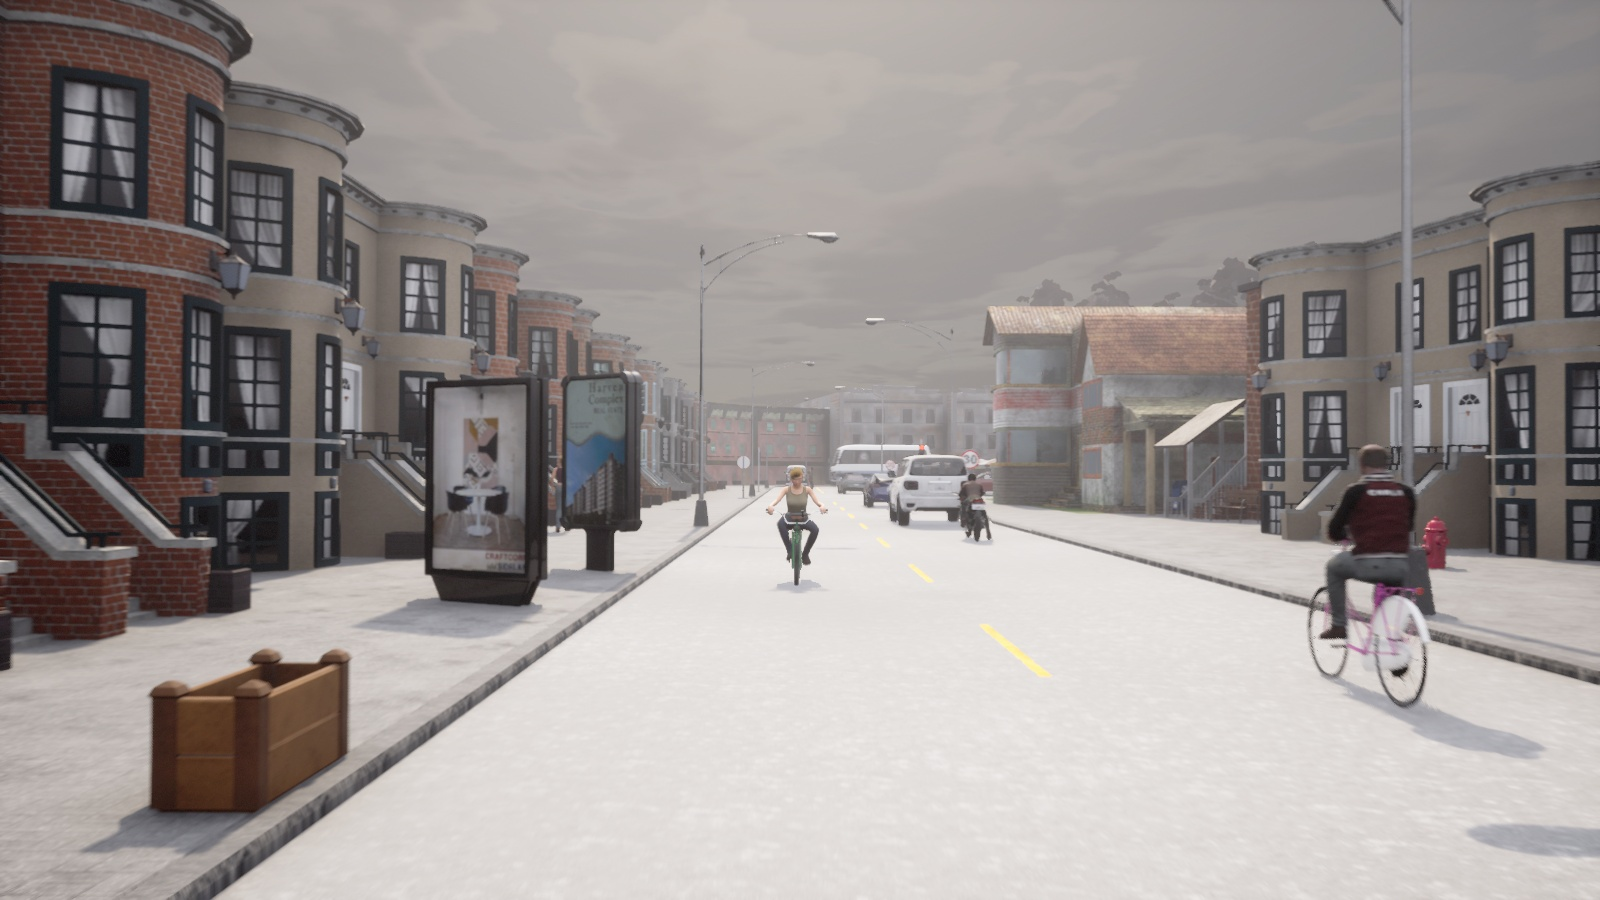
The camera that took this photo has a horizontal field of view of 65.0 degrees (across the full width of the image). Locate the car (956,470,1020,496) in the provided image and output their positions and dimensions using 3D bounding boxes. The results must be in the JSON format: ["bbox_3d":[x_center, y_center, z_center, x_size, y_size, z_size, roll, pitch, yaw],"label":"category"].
[{"bbox_3d":[11.811,2.069,79.051,3.705,1.549,1.789,0,-1,0],"label":"car"}]

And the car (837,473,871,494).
[{"bbox_3d":[3.750,2.325,87.305,1.994,1.385,4.181,0,-1,-2],"label":"car"}]

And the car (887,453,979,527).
[{"bbox_3d":[3.910,1.155,37.929,2.150,2.045,5.566,0,-1,0],"label":"car"}]

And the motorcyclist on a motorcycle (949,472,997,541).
[{"bbox_3d":[3.933,1.260,28.670,0.797,1.523,2.044,0,-1,0],"label":"motorcyclist on a motorcycle"}]

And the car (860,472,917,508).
[{"bbox_3d":[3.866,1.731,55.645,2.163,1.488,4.792,0,-1,0],"label":"car"}]

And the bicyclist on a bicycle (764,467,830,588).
[{"bbox_3d":[-0.036,1.044,17.466,0.866,1.612,1.509,0,-1,0],"label":"bicyclist on a bicycle"}]

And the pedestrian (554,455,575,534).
[{"bbox_3d":[-5.519,1.039,29.423,0.345,1.836,0.594,0,-1,3],"label":"pedestrian"}]

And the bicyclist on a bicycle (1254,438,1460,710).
[{"bbox_3d":[3.978,0.822,9.137,0.659,1.776,1.843,0,-1,0],"label":"bicyclist on a bicycle"}]
